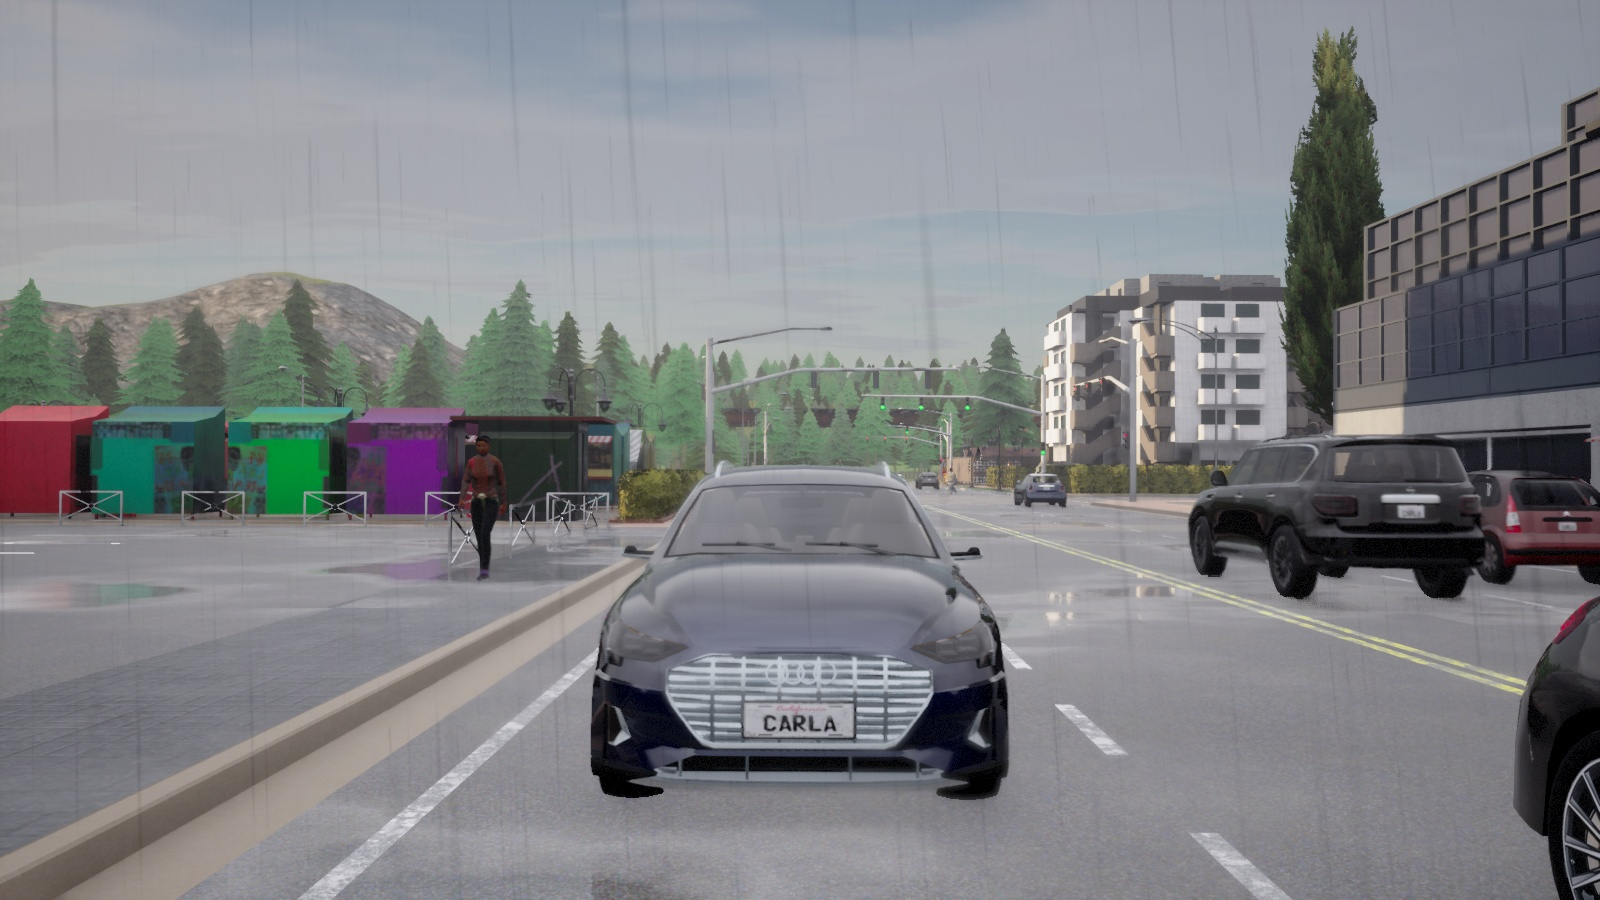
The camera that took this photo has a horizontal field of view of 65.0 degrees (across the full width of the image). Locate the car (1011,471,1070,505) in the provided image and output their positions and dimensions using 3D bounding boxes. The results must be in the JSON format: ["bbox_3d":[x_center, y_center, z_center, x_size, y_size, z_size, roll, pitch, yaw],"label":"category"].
[{"bbox_3d":[10.926,1.697,57.361,1.970,1.475,3.806,0,-1,0],"label":"car"}]

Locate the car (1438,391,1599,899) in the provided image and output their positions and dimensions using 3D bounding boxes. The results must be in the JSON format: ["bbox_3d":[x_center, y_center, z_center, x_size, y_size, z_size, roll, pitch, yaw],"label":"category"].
[{"bbox_3d":[3.494,0.617,2.241,2.152,1.651,5.027,0,-1,0],"label":"car"}]

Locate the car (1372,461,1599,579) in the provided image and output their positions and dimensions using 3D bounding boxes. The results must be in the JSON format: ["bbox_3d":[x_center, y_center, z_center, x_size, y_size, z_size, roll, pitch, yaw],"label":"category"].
[{"bbox_3d":[10.617,0.994,19.292,1.851,1.617,3.988,0,-1,0],"label":"car"}]

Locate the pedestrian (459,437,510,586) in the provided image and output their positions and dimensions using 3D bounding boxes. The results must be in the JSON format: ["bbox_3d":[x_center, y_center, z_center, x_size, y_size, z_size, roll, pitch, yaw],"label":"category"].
[{"bbox_3d":[-3.942,0.752,15.713,0.328,1.805,0.869,0,-1,6],"label":"pedestrian"}]

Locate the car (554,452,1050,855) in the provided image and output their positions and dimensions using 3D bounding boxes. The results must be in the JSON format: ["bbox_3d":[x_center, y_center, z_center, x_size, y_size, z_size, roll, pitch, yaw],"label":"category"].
[{"bbox_3d":[0.023,0.871,7.592,2.033,1.649,4.856,0,-1,0],"label":"car"}]

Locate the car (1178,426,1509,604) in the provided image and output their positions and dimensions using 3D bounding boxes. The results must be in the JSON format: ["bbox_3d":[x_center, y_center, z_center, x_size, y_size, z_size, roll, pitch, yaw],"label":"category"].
[{"bbox_3d":[7.099,0.794,17.253,2.150,2.045,5.566,0,-1,0],"label":"car"}]
